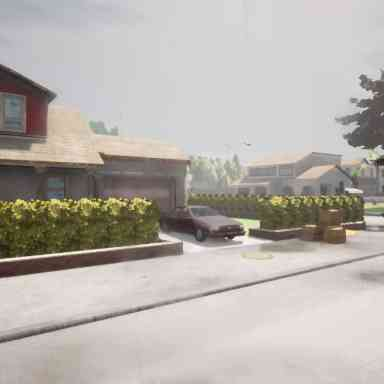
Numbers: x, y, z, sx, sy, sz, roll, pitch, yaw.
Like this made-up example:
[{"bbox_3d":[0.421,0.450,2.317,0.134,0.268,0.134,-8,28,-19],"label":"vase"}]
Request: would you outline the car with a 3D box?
[{"bbox_3d":[0.116,1.356,15.491,2.033,1.415,5.357,0,0,-33],"label":"car"}]
